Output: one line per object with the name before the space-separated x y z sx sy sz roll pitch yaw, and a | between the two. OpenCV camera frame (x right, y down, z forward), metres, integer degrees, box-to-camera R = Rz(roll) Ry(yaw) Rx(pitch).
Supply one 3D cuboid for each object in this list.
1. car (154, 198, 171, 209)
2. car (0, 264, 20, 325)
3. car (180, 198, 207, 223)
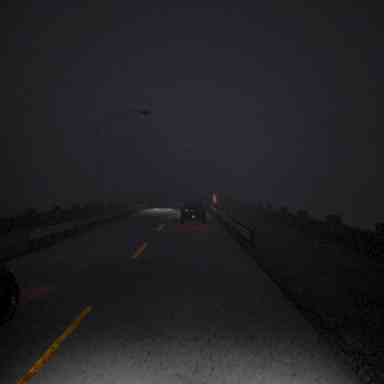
car | -4.048 1.597 46.330 1.994 1.385 4.181 0 0 1
car | -4.093 1.567 4.296 1.994 1.385 4.181 0 0 0
car | 0.106 1.511 25.765 2.128 1.511 4.902 0 0 0
